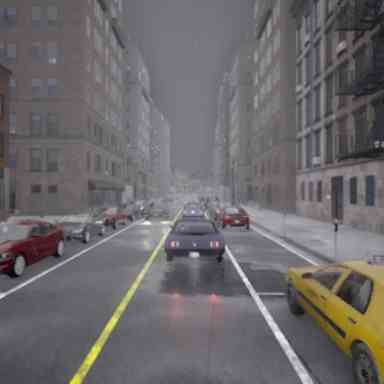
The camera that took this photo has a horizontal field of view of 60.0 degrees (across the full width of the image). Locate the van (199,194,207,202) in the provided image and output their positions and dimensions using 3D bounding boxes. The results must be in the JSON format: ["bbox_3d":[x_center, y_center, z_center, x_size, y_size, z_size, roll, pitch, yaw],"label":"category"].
[{"bbox_3d":[2.688,1.522,82.429,1.690,1.788,3.998,0,0,0],"label":"van"}]

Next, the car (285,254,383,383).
[{"bbox_3d":[2.637,1.537,4.759,1.752,1.417,4.829,0,0,0],"label":"car"}]

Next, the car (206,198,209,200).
[{"bbox_3d":[2.636,1.620,33.000,1.887,1.381,4.507,0,0,0],"label":"car"}]

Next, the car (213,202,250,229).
[{"bbox_3d":[2.637,1.595,21.635,1.887,1.381,4.507,0,0,0],"label":"car"}]

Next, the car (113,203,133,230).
[{"bbox_3d":[-5.389,1.594,21.635,1.887,1.381,4.507,0,0,0],"label":"car"}]

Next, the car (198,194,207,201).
[{"bbox_3d":[2.684,1.507,87.933,2.192,1.841,5.009,0,0,0],"label":"car"}]

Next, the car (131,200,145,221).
[{"bbox_3d":[-5.389,1.628,27.317,1.947,1.339,4.313,0,0,0],"label":"car"}]

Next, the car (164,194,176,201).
[{"bbox_3d":[-5.422,1.483,76.924,2.192,1.841,5.009,0,0,0],"label":"car"}]

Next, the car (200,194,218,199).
[{"bbox_3d":[2.636,1.415,44.365,2.192,1.841,5.009,0,0,0],"label":"car"}]

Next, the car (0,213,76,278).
[{"bbox_3d":[-5.388,1.568,10.270,1.887,1.381,4.507,0,0,0],"label":"car"}]

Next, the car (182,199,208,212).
[{"bbox_3d":[0.095,1.611,28.049,2.033,1.411,5.357,0,0,0],"label":"car"}]

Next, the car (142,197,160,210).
[{"bbox_3d":[-5.389,1.539,44.364,1.967,1.590,4.097,0,0,0],"label":"car"}]

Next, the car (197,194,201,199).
[{"bbox_3d":[2.698,1.472,71.421,2.192,1.841,5.009,0,0,0],"label":"car"}]

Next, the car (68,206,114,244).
[{"bbox_3d":[-5.388,1.587,15.952,2.008,1.369,4.403,0,0,0],"label":"car"}]

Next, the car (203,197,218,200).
[{"bbox_3d":[2.636,1.638,38.682,2.008,1.369,4.403,0,0,0],"label":"car"}]

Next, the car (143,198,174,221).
[{"bbox_3d":[-2.848,1.569,28.364,1.837,1.490,4.892,0,0,0],"label":"car"}]

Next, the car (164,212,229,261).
[{"bbox_3d":[0.090,1.630,12.366,1.895,1.301,4.718,0,0,0],"label":"car"}]

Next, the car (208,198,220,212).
[{"bbox_3d":[2.636,1.503,27.318,1.967,1.590,4.097,0,0,0],"label":"car"}]
